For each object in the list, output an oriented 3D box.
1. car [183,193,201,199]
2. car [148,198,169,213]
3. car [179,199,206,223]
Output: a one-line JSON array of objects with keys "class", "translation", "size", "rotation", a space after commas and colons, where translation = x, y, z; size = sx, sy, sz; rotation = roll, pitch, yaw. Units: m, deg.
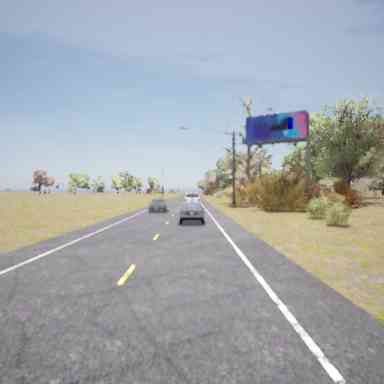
[{"class": "car", "translation": [0.051, 1.122, 43.777], "size": [2.150, 2.045, 5.566], "rotation": [0, 0, 0]}, {"class": "car", "translation": [-3.552, 1.428, 35.609], "size": [1.837, 1.490, 4.892], "rotation": [0, 0, 0]}, {"class": "car", "translation": [0.019, 1.492, 24.628], "size": [2.033, 1.411, 5.357], "rotation": [0, 0, 1]}]
